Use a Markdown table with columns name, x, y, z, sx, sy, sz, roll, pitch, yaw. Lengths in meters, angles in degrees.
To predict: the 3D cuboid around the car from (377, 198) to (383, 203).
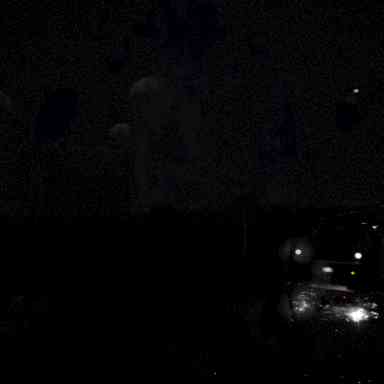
| name | x | y | z | sx | sy | sz | roll | pitch | yaw |
| --- | --- | --- | --- | --- | --- | --- | --- | --- | --- |
| car | 16.897 | 1.373 | 27.748 | 2.150 | 2.045 | 5.566 | -2 | -2 | 36 |

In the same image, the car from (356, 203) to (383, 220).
| name | x | y | z | sx | sy | sz | roll | pitch | yaw |
| --- | --- | --- | --- | --- | --- | --- | --- | --- | --- |
| car | 10.927 | 1.612 | 19.371 | 1.837 | 1.490 | 4.892 | -2 | -2 | 35 |

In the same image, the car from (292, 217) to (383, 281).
| name | x | y | z | sx | sy | sz | roll | pitch | yaw |
| --- | --- | --- | --- | --- | --- | --- | --- | --- | --- |
| car | 4.606 | 1.670 | 10.302 | 1.895 | 1.301 | 4.718 | -2 | -2 | 33 |
